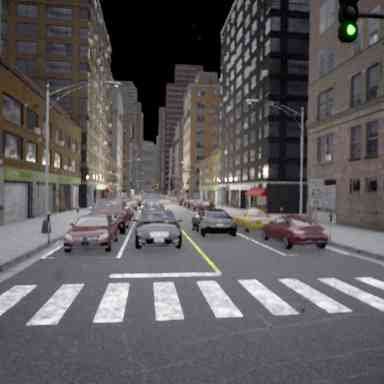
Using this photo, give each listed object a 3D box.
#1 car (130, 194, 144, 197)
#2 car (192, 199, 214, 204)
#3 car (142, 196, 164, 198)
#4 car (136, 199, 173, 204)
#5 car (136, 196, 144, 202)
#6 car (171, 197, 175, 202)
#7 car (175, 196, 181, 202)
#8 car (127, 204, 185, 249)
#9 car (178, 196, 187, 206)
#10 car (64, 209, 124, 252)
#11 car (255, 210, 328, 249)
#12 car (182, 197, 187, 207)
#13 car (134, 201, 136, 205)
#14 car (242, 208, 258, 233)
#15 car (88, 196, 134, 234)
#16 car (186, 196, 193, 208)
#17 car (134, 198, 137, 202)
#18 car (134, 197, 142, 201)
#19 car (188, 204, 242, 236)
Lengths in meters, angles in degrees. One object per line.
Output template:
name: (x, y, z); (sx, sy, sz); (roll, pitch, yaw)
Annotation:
car: (-9.053, 1.417, 52.294); (2.192, 1.841, 5.009); (0, 0, -7)
car: (1.563, 1.707, 36.866); (1.887, 1.381, 4.507); (0, 0, -7)
car: (-5.265, 1.600, 43.982); (2.128, 1.511, 4.902); (1, 0, -7)
car: (-2.743, 1.536, 24.014); (2.128, 1.511, 4.902); (1, 0, -7)
car: (-13.384, 1.769, 85.403); (1.947, 1.339, 4.313); (0, 0, -7)
car: (-4.233, 1.831, 81.169); (1.752, 1.417, 4.829); (0, 0, -7)
car: (-1.324, 1.553, 58.933); (2.192, 1.841, 5.009); (0, 0, -7)
car: (-1.531, 1.512, 14.694); (2.128, 1.511, 4.902); (1, 0, -8)
car: (-0.603, 1.769, 53.416); (2.008, 1.369, 4.403); (0, 0, -7)
car: (-3.999, 1.565, 13.668); (1.802, 1.307, 4.206); (0, 0, -7)
car: (4.450, 1.681, 14.801); (1.802, 1.307, 4.206); (0, 0, -7)
car: (0.119, 1.743, 47.900); (1.887, 1.381, 4.507); (0, 0, -7)
car: (-5.443, 1.557, 24.704); (1.887, 1.381, 4.507); (0, 0, -7)
car: (3.706, 1.639, 20.486); (1.752, 1.417, 4.829); (0, 0, -7)
car: (-4.720, 1.312, 19.187); (2.192, 1.841, 5.009); (0, 0, -7)
car: (0.841, 1.620, 42.383); (1.967, 1.590, 4.097); (0, 0, -7)
car: (-6.143, 1.553, 30.053); (1.752, 1.417, 4.829); (0, 0, -7)
car: (-7.609, 1.614, 41.257); (2.008, 1.369, 4.403); (0, 0, -7)
car: (1.150, 1.637, 18.841); (1.994, 1.385, 4.181); (1, 0, -7)
